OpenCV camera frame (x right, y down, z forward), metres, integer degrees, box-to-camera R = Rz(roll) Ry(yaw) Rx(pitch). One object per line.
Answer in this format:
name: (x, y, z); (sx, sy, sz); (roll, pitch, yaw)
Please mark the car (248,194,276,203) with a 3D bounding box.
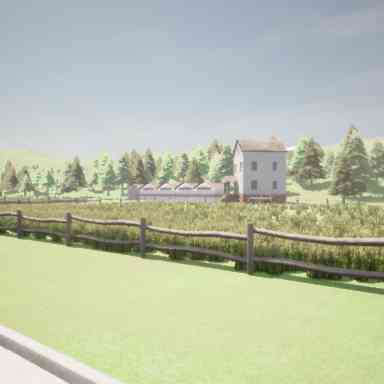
car: (12.063, 1.210, 57.458); (4.605, 1.855, 1.932); (0, 0, 35)
